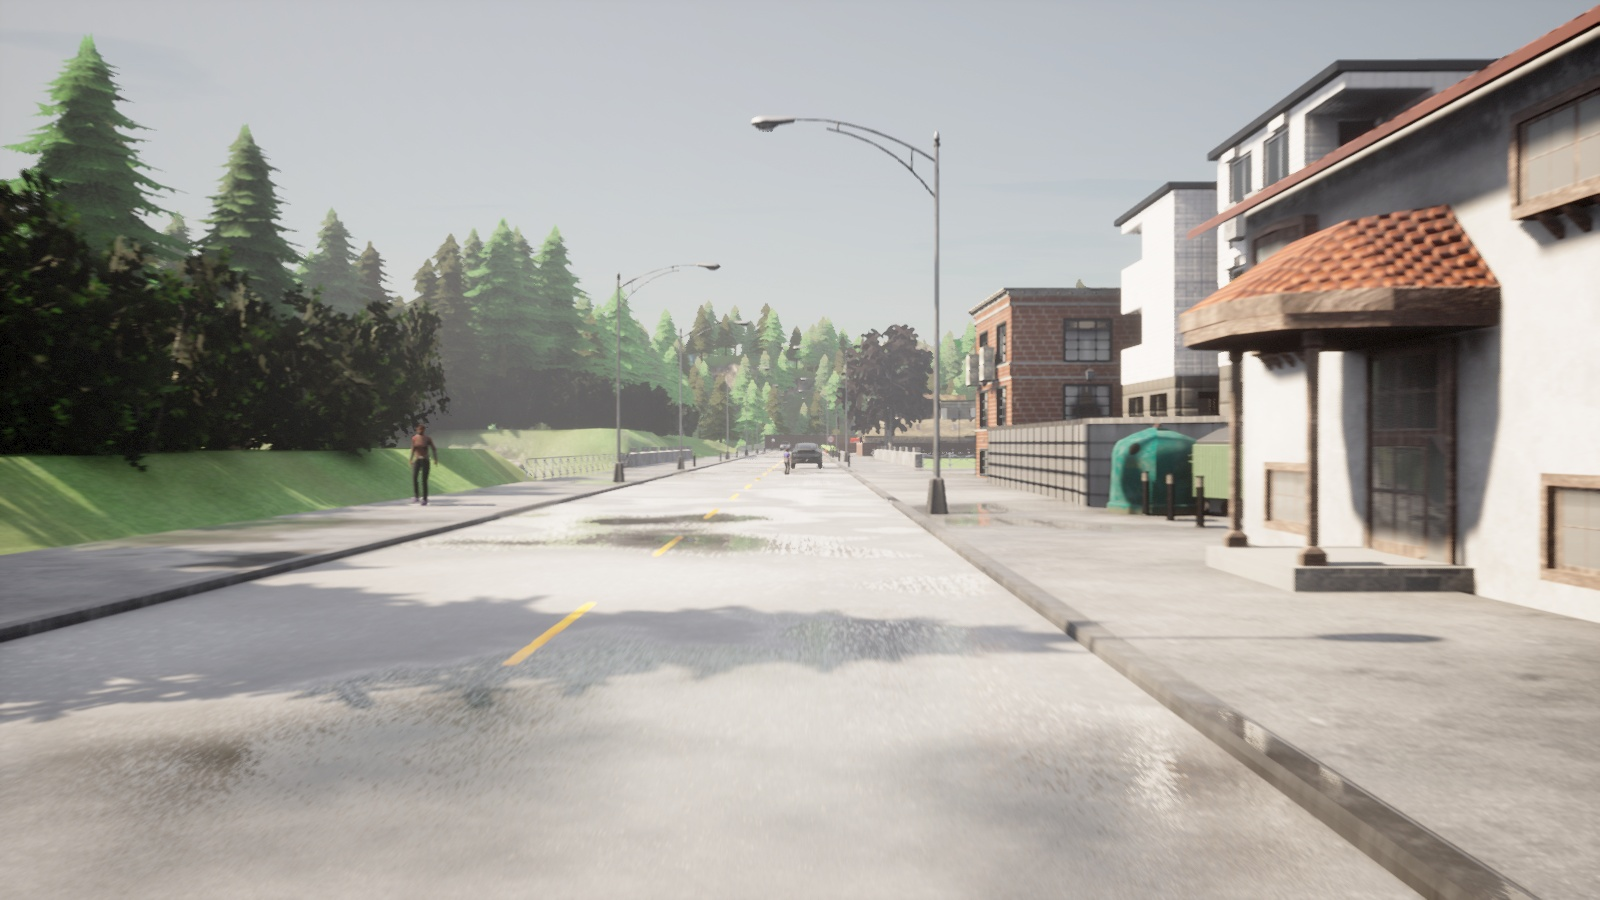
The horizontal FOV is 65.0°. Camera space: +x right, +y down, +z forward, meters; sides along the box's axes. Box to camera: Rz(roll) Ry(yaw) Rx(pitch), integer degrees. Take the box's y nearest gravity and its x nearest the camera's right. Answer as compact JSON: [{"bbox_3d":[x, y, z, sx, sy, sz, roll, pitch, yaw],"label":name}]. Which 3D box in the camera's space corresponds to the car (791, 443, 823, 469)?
[{"bbox_3d":[0.404,0.324,75.381,1.837,1.490,4.892,0,1,0],"label":"car"}]

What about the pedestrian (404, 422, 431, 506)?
[{"bbox_3d":[-8.342,0.293,27.386,0.328,1.805,0.869,0,0,0],"label":"pedestrian"}]
